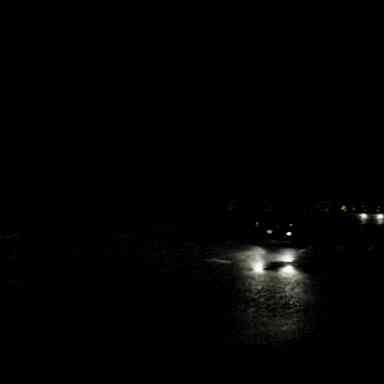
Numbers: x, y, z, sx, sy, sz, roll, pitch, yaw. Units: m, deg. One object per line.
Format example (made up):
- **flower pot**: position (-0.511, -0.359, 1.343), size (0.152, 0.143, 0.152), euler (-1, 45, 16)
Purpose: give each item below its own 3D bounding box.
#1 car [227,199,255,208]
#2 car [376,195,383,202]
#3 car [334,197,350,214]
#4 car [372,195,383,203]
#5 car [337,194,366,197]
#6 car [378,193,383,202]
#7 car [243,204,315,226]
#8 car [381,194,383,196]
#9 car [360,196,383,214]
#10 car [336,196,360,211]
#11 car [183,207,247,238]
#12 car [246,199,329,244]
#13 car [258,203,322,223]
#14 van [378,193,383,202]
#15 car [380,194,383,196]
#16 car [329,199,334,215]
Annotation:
- **car**: position (5.099, 1.576, 24.967), size (5.566, 2.045, 2.435), euler (-1, 0, 39)
- **car**: position (41.673, 1.431, 70.356), size (4.674, 1.452, 2.002), euler (-1, -1, 39)
- **car**: position (13.726, 1.642, 36.000), size (5.366, 1.575, 1.946), euler (-1, 0, 39)
- **car**: position (39.924, 1.405, 68.200), size (5.008, 1.535, 2.097), euler (-1, -1, 39)
- **car**: position (19.039, 1.440, 42.248), size (4.553, 1.767, 2.185), euler (-1, 0, 39)
- **car**: position (45.174, 1.113, 74.664), size (5.566, 2.045, 2.435), euler (-1, -1, 39)
- **car**: position (6.969, 1.784, 27.029), size (5.366, 1.575, 1.946), euler (-1, 0, 39)
- **car**: position (27.707, 1.528, 53.088), size (4.792, 1.488, 2.163), euler (-1, -1, 39)
- **car**: position (20.241, 1.507, 36.667), size (1.882, 1.535, 5.008), euler (-1, 0, 39)
- **car**: position (15.679, 1.605, 37.832), size (5.366, 1.575, 1.946), euler (-1, 0, 39)
- **car**: position (1.576, 1.932, 20.680), size (4.792, 1.488, 2.163), euler (-1, 0, 39)
- **car**: position (5.474, 1.552, 18.403), size (2.150, 2.045, 5.566), euler (-1, 0, 38)
- **car**: position (8.572, 1.754, 29.303), size (4.892, 1.521, 2.231), euler (-1, 0, 39)
- **van**: position (43.319, 1.155, 72.594), size (4.442, 1.987, 1.878), euler (-1, -1, 39)
- **car**: position (25.964, 1.541, 50.927), size (4.792, 1.488, 2.163), euler (-1, -1, 39)
- **car**: position (10.165, 1.716, 31.584), size (5.366, 1.575, 1.946), euler (-1, 0, 39)
